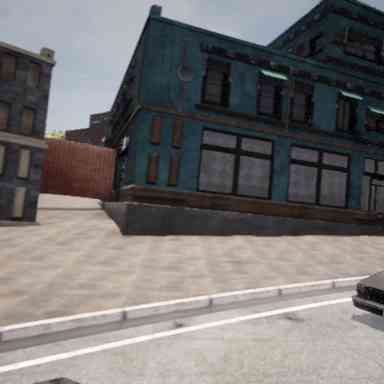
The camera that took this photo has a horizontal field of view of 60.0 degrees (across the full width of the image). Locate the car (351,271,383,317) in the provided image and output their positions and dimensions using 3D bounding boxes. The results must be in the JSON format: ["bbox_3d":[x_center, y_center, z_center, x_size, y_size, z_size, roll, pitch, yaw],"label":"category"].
[{"bbox_3d":[5.924,1.912,7.074,5.357,1.411,2.033,2,-2,-26],"label":"car"}]
